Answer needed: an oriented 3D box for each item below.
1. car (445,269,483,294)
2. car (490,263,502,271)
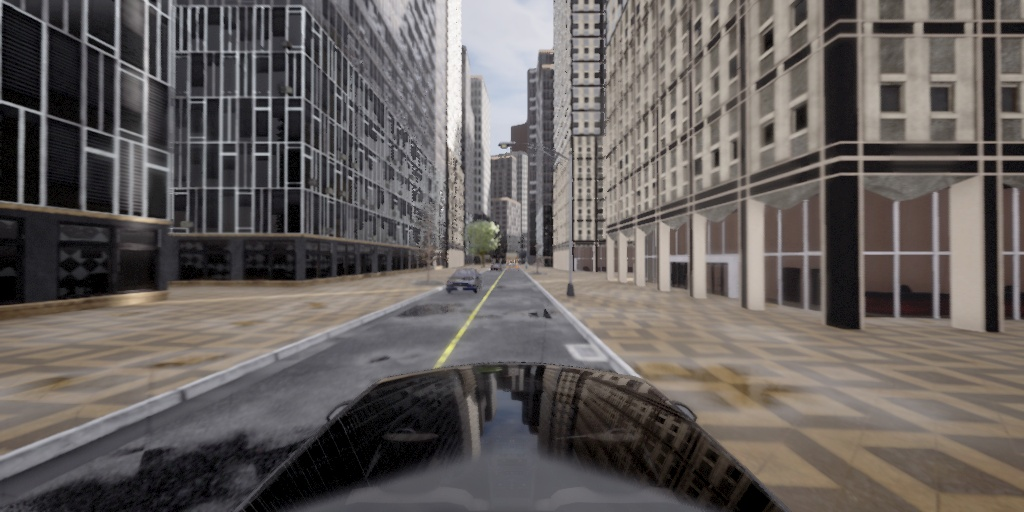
[{"bbox_3d":[-2.856,1.501,22.505,2.033,1.411,5.357,0,-1,0],"label":"car"},{"bbox_3d":[-2.790,1.981,63.621,1.994,1.385,4.181,0,-1,0],"label":"car"}]
